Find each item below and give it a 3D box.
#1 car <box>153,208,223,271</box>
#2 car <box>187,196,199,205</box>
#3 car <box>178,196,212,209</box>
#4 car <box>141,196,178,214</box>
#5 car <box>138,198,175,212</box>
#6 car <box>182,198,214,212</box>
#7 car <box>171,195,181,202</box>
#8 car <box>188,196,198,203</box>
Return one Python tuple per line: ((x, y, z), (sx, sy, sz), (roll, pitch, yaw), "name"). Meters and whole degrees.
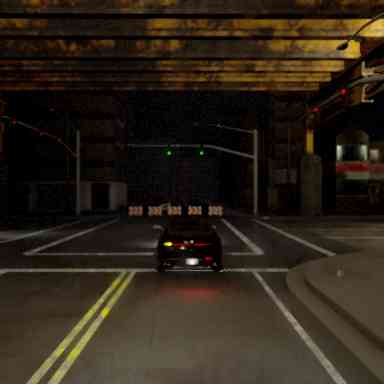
((-0.201, 1.513, 10.927), (1.837, 1.490, 4.892), (0, 0, -5), "car")
((0.152, 1.491, 61.436), (2.038, 1.542, 4.974), (0, 0, 0), "car")
((0.518, 1.474, 34.839), (2.038, 1.542, 4.974), (0, 0, -20), "car")
((-3.642, 1.475, 35.147), (2.038, 1.542, 4.974), (0, 0, 25), "car")
((-3.621, 1.317, 35.195), (1.853, 1.218, 4.536), (0, 0, 25), "car")
((0.500, 1.317, 34.888), (1.853, 1.218, 4.536), (0, 0, -20), "car")
((-3.279, 1.339, 70.010), (1.853, 1.218, 4.536), (0, 0, 0), "car")
((0.151, 1.333, 61.488), (1.853, 1.218, 4.536), (0, 0, 0), "car")
